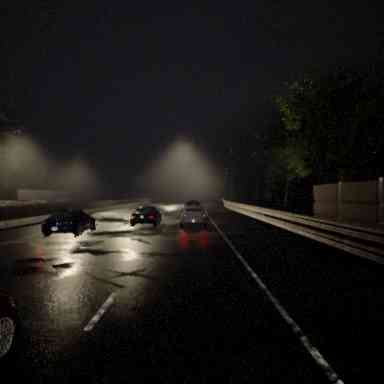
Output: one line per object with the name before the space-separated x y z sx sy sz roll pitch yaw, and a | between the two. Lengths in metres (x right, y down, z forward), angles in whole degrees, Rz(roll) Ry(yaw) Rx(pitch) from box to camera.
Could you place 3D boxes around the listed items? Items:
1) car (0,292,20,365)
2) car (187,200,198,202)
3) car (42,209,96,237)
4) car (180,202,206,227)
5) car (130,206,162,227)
car | -3.401 1.553 2.880 1.812 1.442 4.674 0 -1 0
car | 0.105 1.746 41.453 2.097 1.767 4.553 0 -1 0
car | -6.898 1.701 18.997 1.812 1.442 4.674 0 -1 0
car | 0.104 1.756 24.729 1.812 1.442 4.674 0 -1 0
car | -3.394 1.781 25.087 2.033 1.411 5.357 0 -1 0
